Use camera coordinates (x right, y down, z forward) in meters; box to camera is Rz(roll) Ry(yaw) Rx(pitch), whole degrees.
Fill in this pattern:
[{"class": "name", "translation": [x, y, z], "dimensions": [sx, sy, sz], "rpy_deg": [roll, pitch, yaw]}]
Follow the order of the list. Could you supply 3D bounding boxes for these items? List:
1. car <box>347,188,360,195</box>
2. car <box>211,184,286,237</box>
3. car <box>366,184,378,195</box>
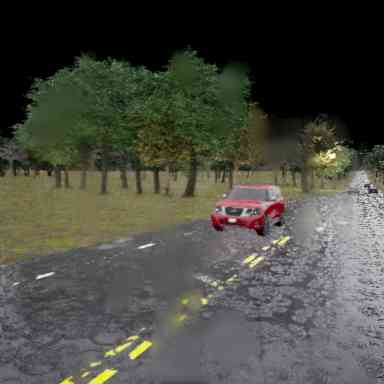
[{"class": "car", "translation": [31.657, -0.135, 65.157], "dimensions": [1.895, 1.301, 4.718], "rpy_deg": [3, 3, 30]}, {"class": "car", "translation": [2.808, 0.679, 15.272], "dimensions": [2.150, 2.045, 5.566], "rpy_deg": [3, 3, 27]}, {"class": "car", "translation": [38.857, -0.304, 71.359], "dimensions": [1.882, 1.535, 5.008], "rpy_deg": [3, 3, 27]}]
